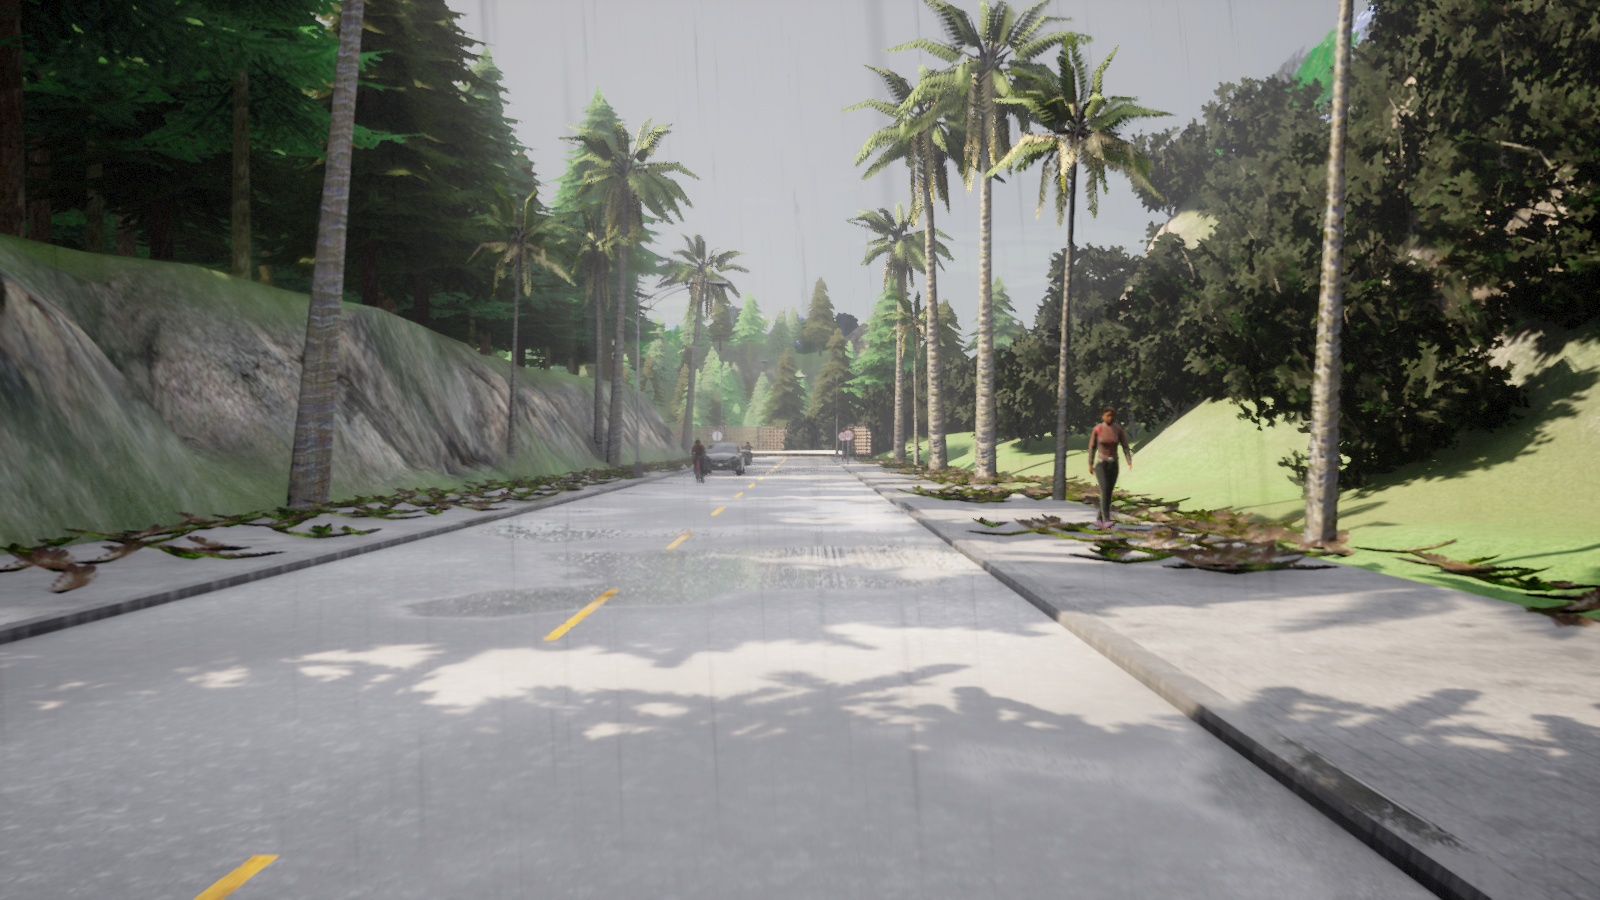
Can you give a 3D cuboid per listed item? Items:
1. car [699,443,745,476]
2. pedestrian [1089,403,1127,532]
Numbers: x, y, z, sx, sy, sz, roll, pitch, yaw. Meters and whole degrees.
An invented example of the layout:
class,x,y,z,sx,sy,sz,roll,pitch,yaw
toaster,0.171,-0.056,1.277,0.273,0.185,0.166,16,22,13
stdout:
class,x,y,z,sx,sy,sz,roll,pitch,yaw
car,-3.606,0.416,58.976,1.837,1.490,4.892,0,0,0
pedestrian,4.402,0.243,17.967,0.328,1.805,0.869,0,0,1
